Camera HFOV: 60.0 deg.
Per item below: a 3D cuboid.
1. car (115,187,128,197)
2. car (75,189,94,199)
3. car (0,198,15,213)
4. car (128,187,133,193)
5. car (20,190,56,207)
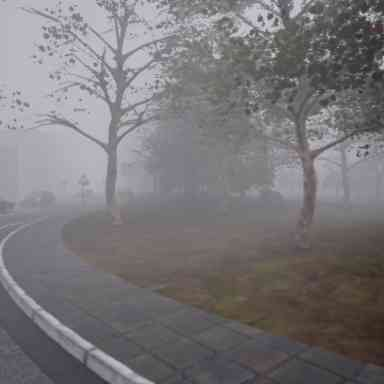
[{"bbox_3d":[-13.573,0.116,59.996,2.033,1.411,5.357,0,2,-1],"label":"car"},{"bbox_3d":[-16.699,0.293,52.042,1.837,1.490,4.892,0,1,-1],"label":"car"},{"bbox_3d":[-16.095,1.131,26.368,1.895,1.301,4.718,0,2,-1],"label":"car"},{"bbox_3d":[-13.805,-0.345,70.409,1.994,1.385,4.181,0,1,-1],"label":"car"},{"bbox_3d":[-16.320,0.630,35.391,2.097,1.767,4.553,0,1,-1],"label":"car"}]
